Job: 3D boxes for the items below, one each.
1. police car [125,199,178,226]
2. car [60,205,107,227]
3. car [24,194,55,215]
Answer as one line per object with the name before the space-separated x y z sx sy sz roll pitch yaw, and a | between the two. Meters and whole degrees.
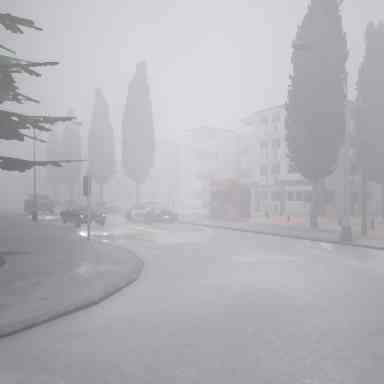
police car | -3.107 1.509 23.810 2.038 1.542 4.974 0 0 -36
car | -7.561 1.601 22.977 1.895 1.301 4.718 0 0 -36
car | -16.027 1.220 34.754 2.150 2.045 5.566 0 0 -36
